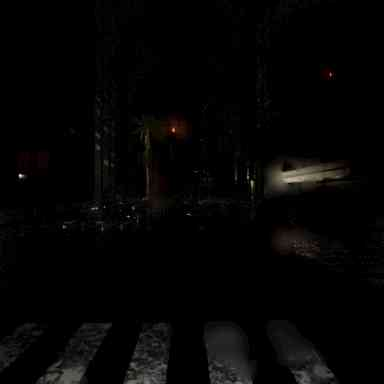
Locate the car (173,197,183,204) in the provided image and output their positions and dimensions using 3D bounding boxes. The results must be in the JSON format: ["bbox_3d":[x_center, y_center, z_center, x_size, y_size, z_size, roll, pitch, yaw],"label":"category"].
[{"bbox_3d":[-2.970,1.786,69.833,1.994,1.385,4.181,0,0,0],"label":"car"}]

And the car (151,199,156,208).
[{"bbox_3d":[-6.467,1.732,48.982,1.895,1.301,4.718,0,0,1],"label":"car"}]

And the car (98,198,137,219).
[{"bbox_3d":[-6.526,1.541,29.625,1.882,1.535,5.008,0,0,0],"label":"car"}]

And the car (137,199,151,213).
[{"bbox_3d":[-6.501,1.585,39.093,2.128,1.511,4.902,0,0,0],"label":"car"}]

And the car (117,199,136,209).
[{"bbox_3d":[-9.710,1.698,49.798,1.994,1.385,4.181,0,0,0],"label":"car"}]

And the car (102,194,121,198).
[{"bbox_3d":[-9.753,1.317,39.838,2.150,2.045,5.566,0,0,0],"label":"car"}]

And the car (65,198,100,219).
[{"bbox_3d":[-9.772,1.542,29.892,1.882,1.535,5.008,0,0,0],"label":"car"}]

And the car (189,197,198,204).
[{"bbox_3d":[0.280,1.786,69.850,1.994,1.385,4.181,0,0,0],"label":"car"}]
